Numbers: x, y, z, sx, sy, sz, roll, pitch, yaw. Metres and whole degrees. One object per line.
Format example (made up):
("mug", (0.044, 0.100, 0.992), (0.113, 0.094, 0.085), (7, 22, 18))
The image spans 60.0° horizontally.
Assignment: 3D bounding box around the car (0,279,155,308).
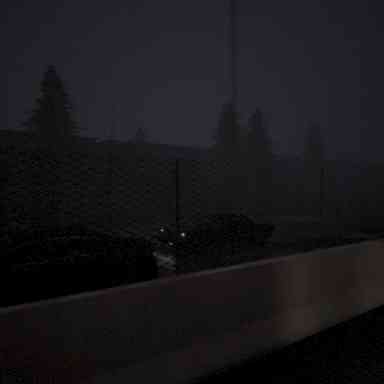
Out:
("car", (-2.981, 1.485, 6.165), (4.902, 1.511, 2.128), (0, 0, -35))
